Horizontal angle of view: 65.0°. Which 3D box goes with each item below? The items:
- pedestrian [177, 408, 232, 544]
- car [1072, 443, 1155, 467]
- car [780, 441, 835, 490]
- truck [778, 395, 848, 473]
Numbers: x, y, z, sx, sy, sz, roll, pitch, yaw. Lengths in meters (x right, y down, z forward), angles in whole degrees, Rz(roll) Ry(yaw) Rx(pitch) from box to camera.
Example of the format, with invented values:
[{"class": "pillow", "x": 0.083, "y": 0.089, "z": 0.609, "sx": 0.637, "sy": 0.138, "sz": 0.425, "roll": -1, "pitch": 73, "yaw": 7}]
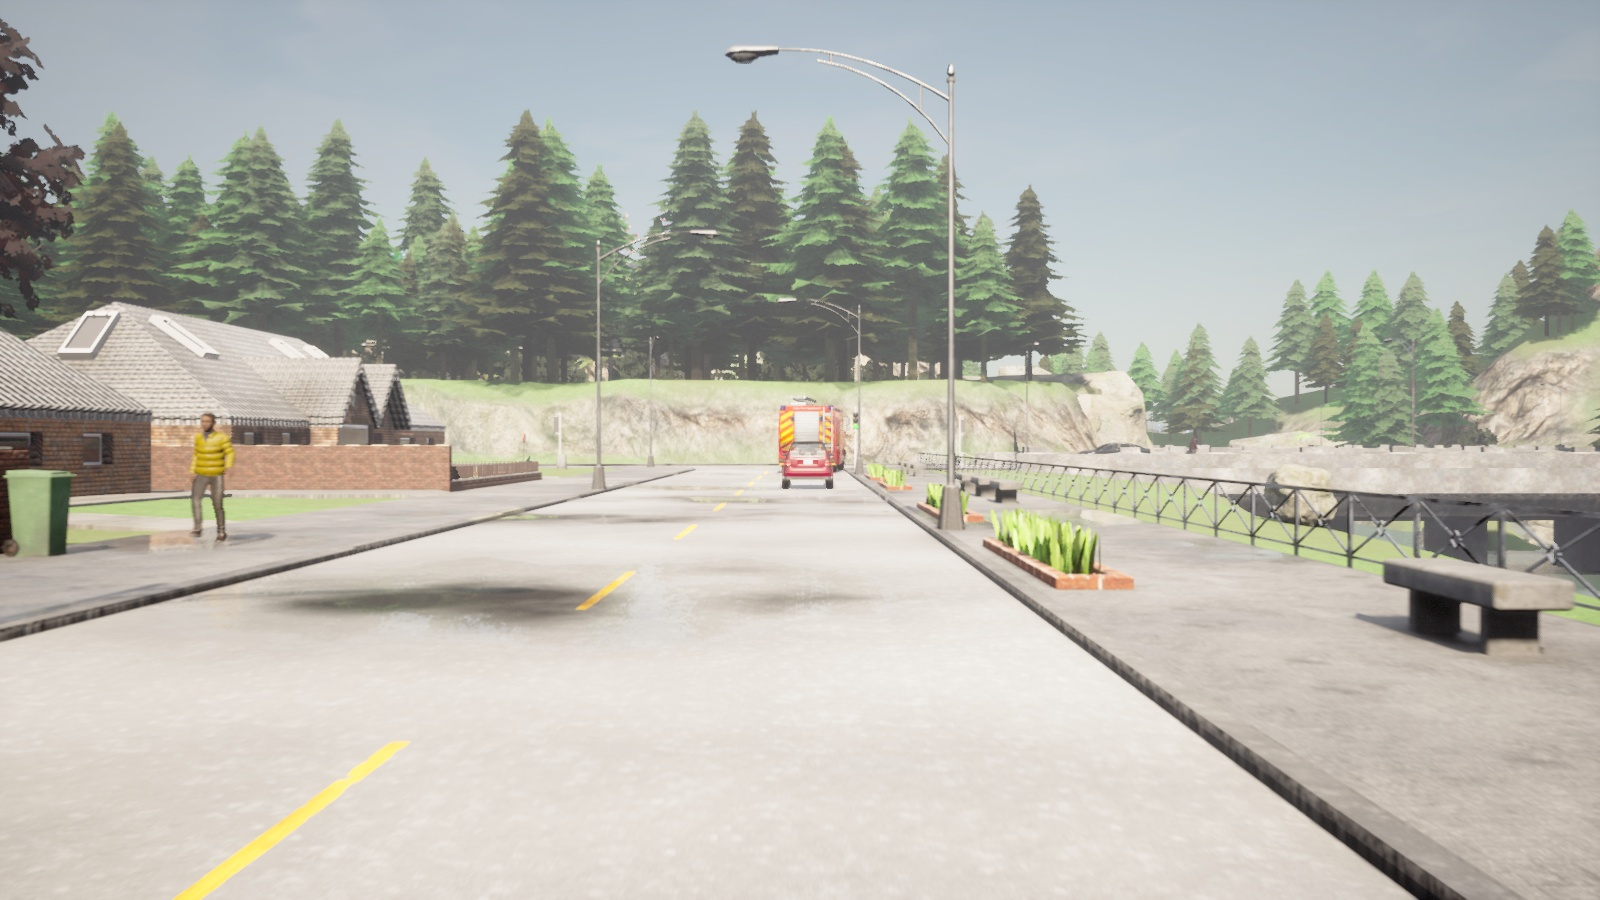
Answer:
[{"class": "pedestrian", "x": -8.208, "y": 0.352, "z": 17.314, "sx": 0.431, "sy": 1.840, "sz": 0.709, "roll": 0, "pitch": 0, "yaw": -1}, {"class": "car", "x": 20.024, "y": 0.315, "z": 80.306, "sx": 4.892, "sy": 1.490, "sz": 1.837, "roll": 0, "pitch": 0, "yaw": 0}, {"class": "car", "x": 0.259, "y": 0.487, "z": 42.326, "sx": 1.789, "sy": 1.549, "sz": 3.705, "roll": 0, "pitch": 0, "yaw": 0}, {"class": "truck", "x": 0.780, "y": -0.789, "z": 65.943, "sx": 2.891, "sy": 3.827, "sz": 8.468, "roll": 0, "pitch": 0, "yaw": 6}]
